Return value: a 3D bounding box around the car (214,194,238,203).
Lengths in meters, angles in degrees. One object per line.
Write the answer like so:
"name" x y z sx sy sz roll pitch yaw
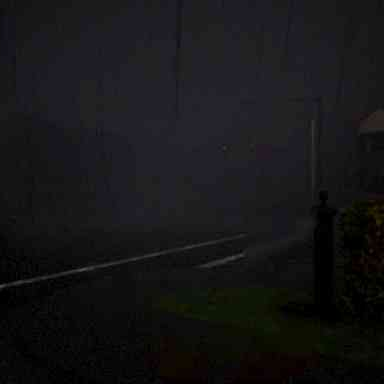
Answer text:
"car" 5.795 0.995 55.889 2.033 1.411 5.357 0 2 35

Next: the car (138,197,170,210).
"car" -4.595 1.407 41.119 1.812 1.442 4.674 0 1 35

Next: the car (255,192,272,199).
"car" 14.866 0.731 68.653 2.033 1.411 5.357 0 0 35
